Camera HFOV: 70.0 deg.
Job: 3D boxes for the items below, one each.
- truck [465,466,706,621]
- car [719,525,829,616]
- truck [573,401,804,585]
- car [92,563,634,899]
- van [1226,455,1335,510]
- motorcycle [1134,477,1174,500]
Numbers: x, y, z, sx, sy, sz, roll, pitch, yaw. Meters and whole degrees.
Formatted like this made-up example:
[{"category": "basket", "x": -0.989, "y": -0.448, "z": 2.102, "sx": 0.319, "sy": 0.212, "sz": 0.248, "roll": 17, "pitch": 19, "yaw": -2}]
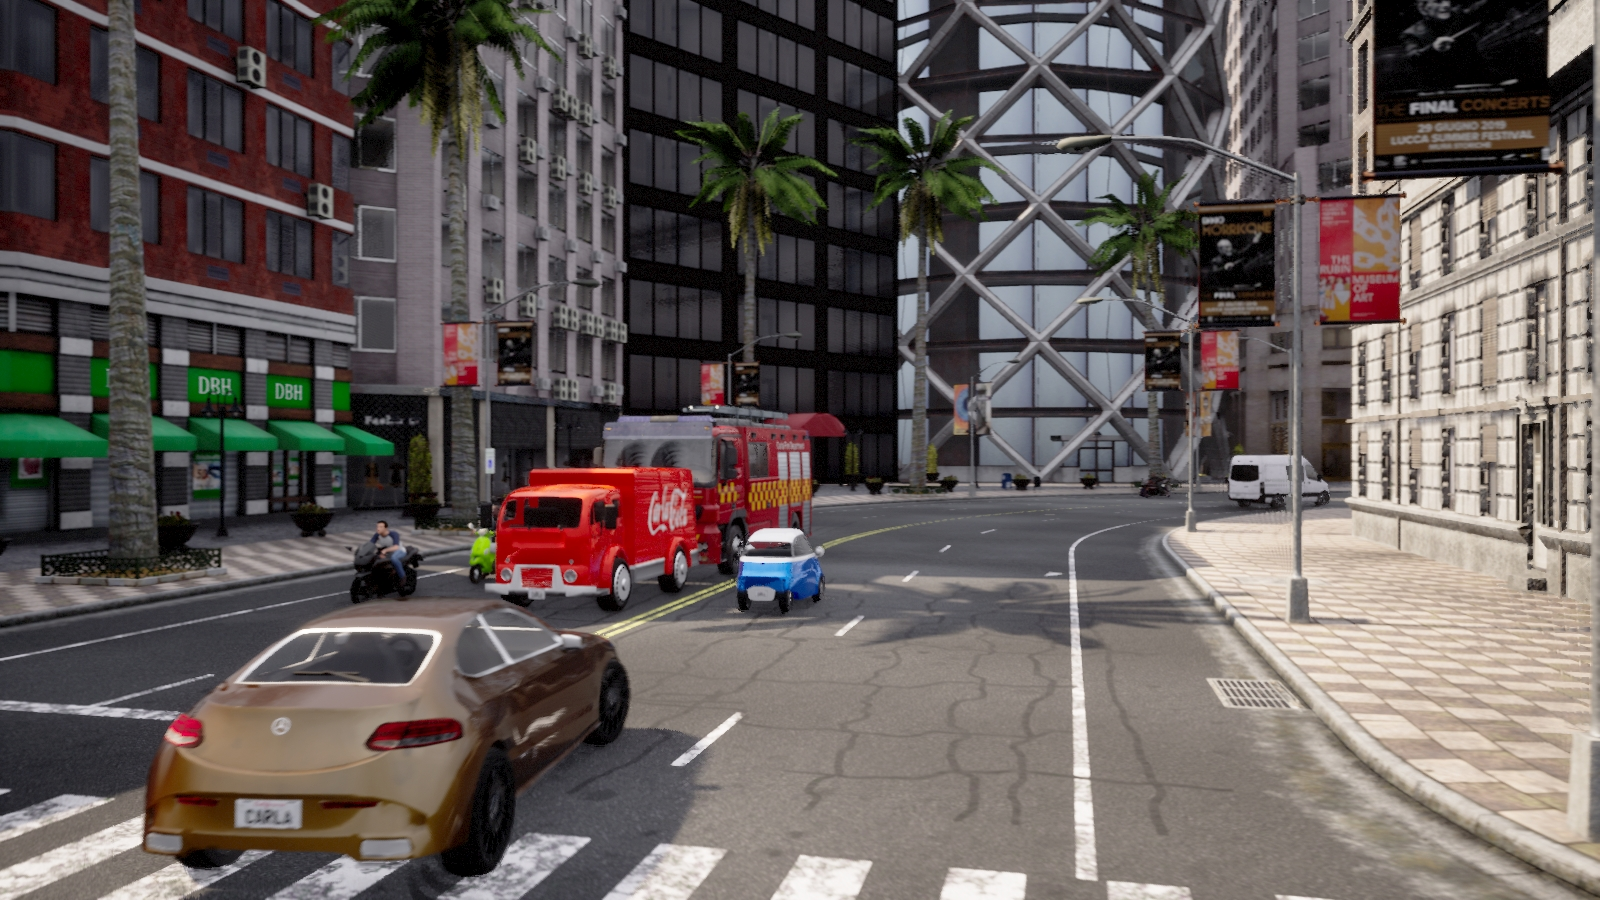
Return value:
[{"category": "truck", "x": -3.818, "y": 1.571, "z": 21.573, "sx": 2.627, "sy": 2.467, "sz": 5.204, "roll": 0, "pitch": 0, "yaw": 13}, {"category": "car", "x": -0.422, "y": 2.123, "z": 20.592, "sx": 1.481, "sy": 1.376, "sz": 2.207, "roll": 0, "pitch": 0, "yaw": 13}, {"category": "truck", "x": -2.385, "y": 0.894, "z": 28.262, "sx": 2.891, "sy": 3.827, "sz": 8.468, "roll": 0, "pitch": 0, "yaw": 15}, {"category": "car", "x": -2.945, "y": 1.993, "z": 9.211, "sx": 2.152, "sy": 1.651, "sz": 5.027, "roll": 0, "pitch": 0, "yaw": 4}, {"category": "van", "x": 23.747, "y": 1.545, "z": 56.386, "sx": 5.915, "sy": 2.561, "sz": 1.988, "roll": 0, "pitch": 0, "yaw": -33}, {"category": "motorcycle", "x": 20.582, "y": 2.217, "z": 66.402, "sx": 2.209, "sy": 1.251, "sz": 0.867, "roll": 0, "pitch": 1, "yaw": -27}]
